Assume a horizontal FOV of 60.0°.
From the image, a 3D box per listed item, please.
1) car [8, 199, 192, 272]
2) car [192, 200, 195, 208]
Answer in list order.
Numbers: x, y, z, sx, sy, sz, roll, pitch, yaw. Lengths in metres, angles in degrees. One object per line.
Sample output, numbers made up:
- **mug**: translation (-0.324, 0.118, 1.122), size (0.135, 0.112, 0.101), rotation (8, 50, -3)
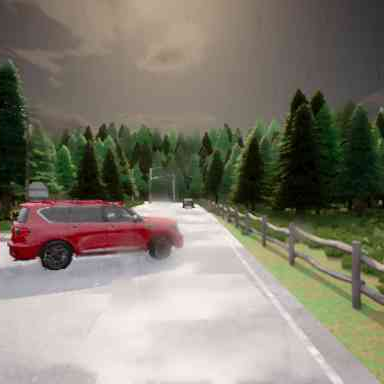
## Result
- **car**: translation (-3.068, 1.309, 11.312), size (5.566, 2.045, 2.150), rotation (0, 1, -27)
- **car**: translation (-0.612, 1.856, 54.792), size (1.837, 1.490, 4.892), rotation (0, 0, -2)
